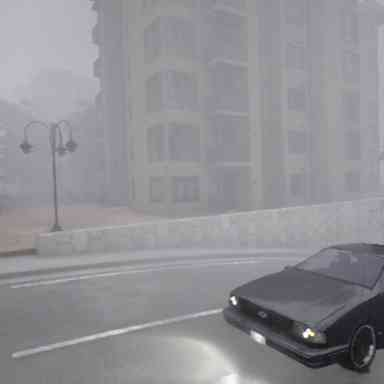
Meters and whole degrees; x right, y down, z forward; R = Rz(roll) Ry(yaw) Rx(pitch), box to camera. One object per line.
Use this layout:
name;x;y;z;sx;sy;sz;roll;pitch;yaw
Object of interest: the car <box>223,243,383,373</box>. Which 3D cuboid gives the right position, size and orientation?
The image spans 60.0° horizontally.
car;3.159;1.679;5.936;5.357;1.411;2.033;2;0;-32
